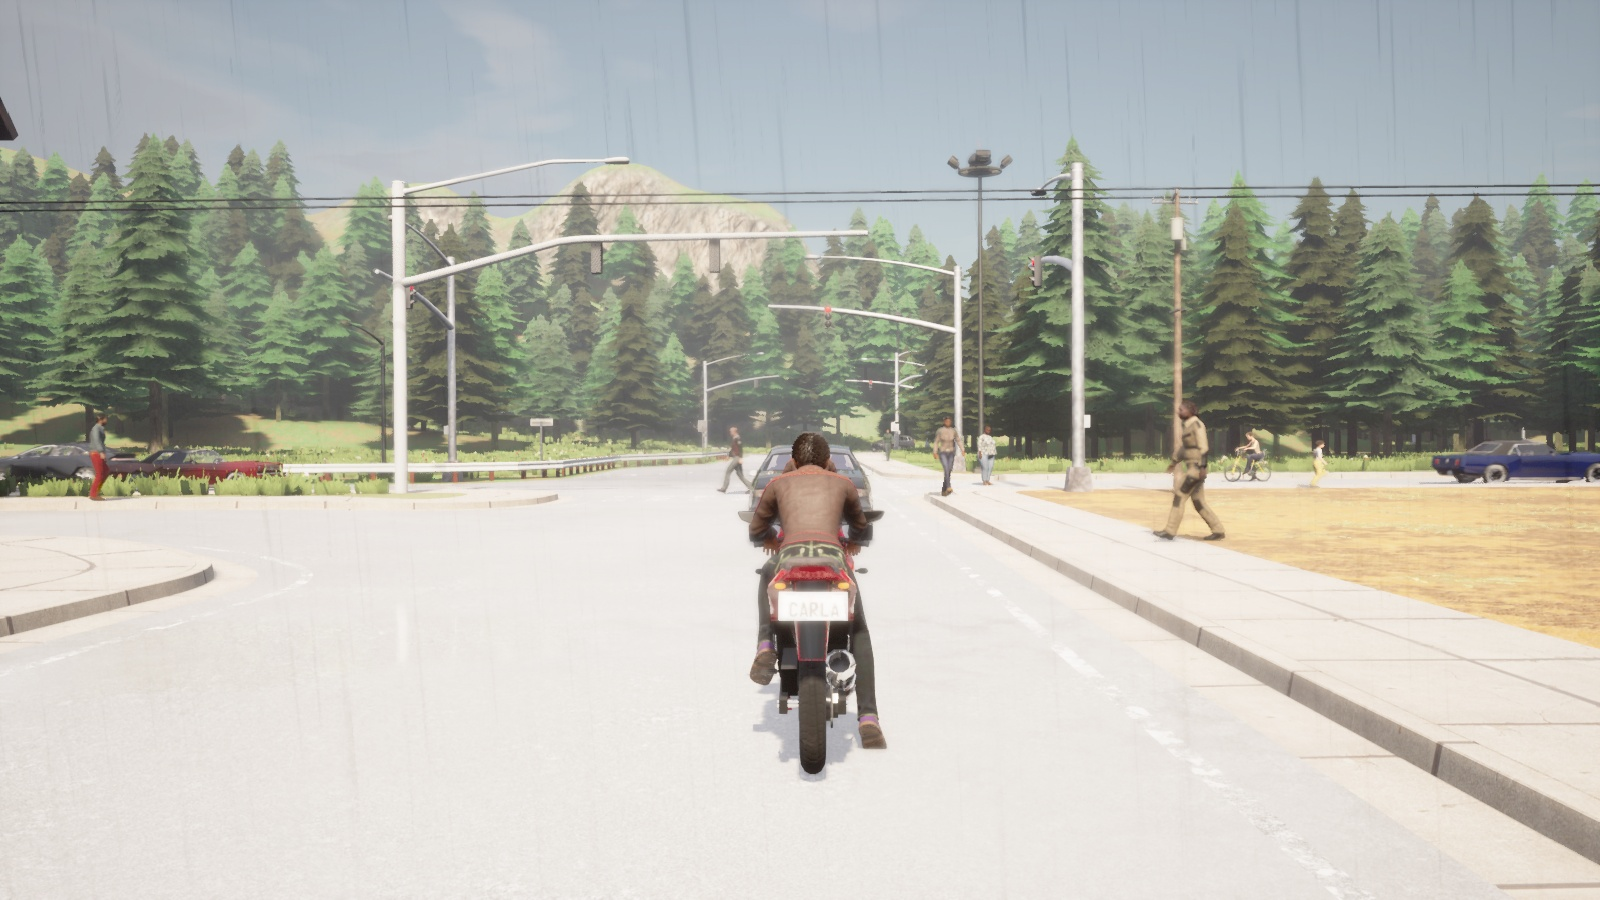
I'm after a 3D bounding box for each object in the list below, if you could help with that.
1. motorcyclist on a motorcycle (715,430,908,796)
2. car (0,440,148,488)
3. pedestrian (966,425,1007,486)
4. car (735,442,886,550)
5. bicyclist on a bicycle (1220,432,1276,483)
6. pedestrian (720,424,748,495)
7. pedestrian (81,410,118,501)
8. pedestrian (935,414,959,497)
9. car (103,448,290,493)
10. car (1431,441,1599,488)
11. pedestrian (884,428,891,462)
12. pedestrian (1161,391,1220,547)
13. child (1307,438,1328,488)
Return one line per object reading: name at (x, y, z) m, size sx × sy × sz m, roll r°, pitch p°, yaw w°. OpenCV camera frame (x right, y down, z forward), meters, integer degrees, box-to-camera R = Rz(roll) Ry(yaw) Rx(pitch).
motorcyclist on a motorcycle at (0.057, 0.671, 6.254) m, size 0.797 × 1.523 × 2.044 m, roll 0°, pitch 1°, yaw 0°
car at (-24.465, 0.447, 41.343) m, size 4.902 × 1.511 × 2.128 m, roll 0°, pitch 1°, yaw 2°
pedestrian at (5.746, 0.162, 38.668) m, size 0.874 × 1.855 × 0.900 m, roll -1°, pitch 1°, yaw -36°
car at (0.165, 0.601, 19.547) m, size 2.033 × 1.411 × 5.357 m, roll 0°, pitch 1°, yaw 1°
bicyclist on a bicycle at (14.380, 0.245, 40.329) m, size 1.509 × 1.612 × 0.866 m, roll 0°, pitch 1°, yaw 2°
pedestrian at (-1.743, 0.236, 33.026) m, size 0.720 × 1.854 × 0.376 m, roll 0°, pitch 1°, yaw -2°
pedestrian at (-14.475, 0.107, 25.951) m, size 0.614 × 1.847 × 0.353 m, roll -1°, pitch 1°, yaw -22°
pedestrian at (3.265, 0.121, 27.923) m, size 0.328 × 1.805 × 0.869 m, roll 0°, pitch 1°, yaw -7°
car at (-18.043, 0.596, 37.681) m, size 4.718 × 1.301 × 1.895 m, roll 0°, pitch 1°, yaw 1°
car at (21.269, 0.411, 36.655) m, size 4.718 × 1.301 × 1.895 m, roll 0°, pitch 1°, yaw 1°
pedestrian at (4.807, -0.290, 68.772) m, size 0.353 × 1.847 × 0.614 m, roll 0°, pitch 1°, yaw 4°
pedestrian at (4.913, 0.232, 15.813) m, size 0.692 × 1.930 × 0.396 m, roll 0°, pitch 1°, yaw 16°
child at (13.175, 0.325, 31.972) m, size 0.437 × 1.263 × 0.270 m, roll 0°, pitch 1°, yaw 12°
